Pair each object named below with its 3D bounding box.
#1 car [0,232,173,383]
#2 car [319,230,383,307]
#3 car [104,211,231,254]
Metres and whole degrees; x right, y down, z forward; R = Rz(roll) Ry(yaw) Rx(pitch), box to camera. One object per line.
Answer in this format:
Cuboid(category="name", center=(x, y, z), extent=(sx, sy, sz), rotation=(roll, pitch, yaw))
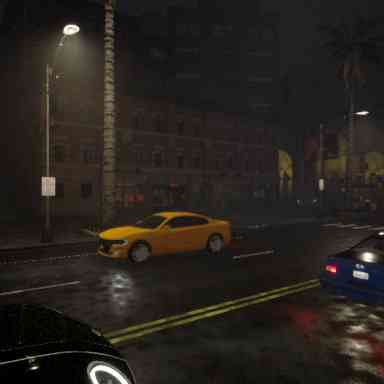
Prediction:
Cuboid(category="car", center=(-2.539, 1.352, 1.880), extent=(4.553, 1.767, 2.097), rotation=(0, 0, -36))
Cuboid(category="car", center=(5.093, 1.547, 7.473), extent=(5.357, 1.411, 2.033), rotation=(0, 0, -36))
Cuboid(category="car", center=(-0.836, 1.477, 12.017), extent=(5.008, 1.535, 1.882), rotation=(0, 0, -36))
